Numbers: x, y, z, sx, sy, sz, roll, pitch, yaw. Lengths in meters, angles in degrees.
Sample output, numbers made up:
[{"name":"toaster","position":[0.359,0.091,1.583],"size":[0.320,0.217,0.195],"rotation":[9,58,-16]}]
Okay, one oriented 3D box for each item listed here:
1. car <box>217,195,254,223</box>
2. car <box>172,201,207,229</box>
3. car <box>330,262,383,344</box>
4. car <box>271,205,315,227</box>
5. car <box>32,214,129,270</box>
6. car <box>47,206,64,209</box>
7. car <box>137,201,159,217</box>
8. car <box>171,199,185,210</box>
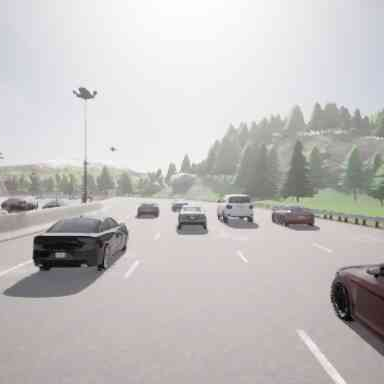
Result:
[{"name":"car","position":[3.263,1.223,25.939],"size":[2.150,2.045,5.566],"rotation":[0,0,-3]},{"name":"car","position":[-0.050,1.549,21.824],"size":[2.033,1.411,5.357],"rotation":[0,0,-2]},{"name":"car","position":[3.598,1.564,4.612],"size":[1.994,1.385,4.181],"rotation":[0,0,0]},{"name":"car","position":[6.875,1.565,23.125],"size":[1.994,1.385,4.181],"rotation":[0,0,-2]},{"name":"car","position":[-3.401,1.478,11.076],"size":[1.882,1.535,5.008],"rotation":[0,0,0]},{"name":"car","position":[-15.500,1.566,37.951],"size":[1.994,1.385,4.181],"rotation":[0,0,-7]},{"name":"car","position":[-4.160,1.566,31.916],"size":[1.994,1.385,4.181],"rotation":[0,0,-4]},{"name":"car","position":[-1.548,1.550,40.948],"size":[2.033,1.411,5.357],"rotation":[0,0,-7]}]
